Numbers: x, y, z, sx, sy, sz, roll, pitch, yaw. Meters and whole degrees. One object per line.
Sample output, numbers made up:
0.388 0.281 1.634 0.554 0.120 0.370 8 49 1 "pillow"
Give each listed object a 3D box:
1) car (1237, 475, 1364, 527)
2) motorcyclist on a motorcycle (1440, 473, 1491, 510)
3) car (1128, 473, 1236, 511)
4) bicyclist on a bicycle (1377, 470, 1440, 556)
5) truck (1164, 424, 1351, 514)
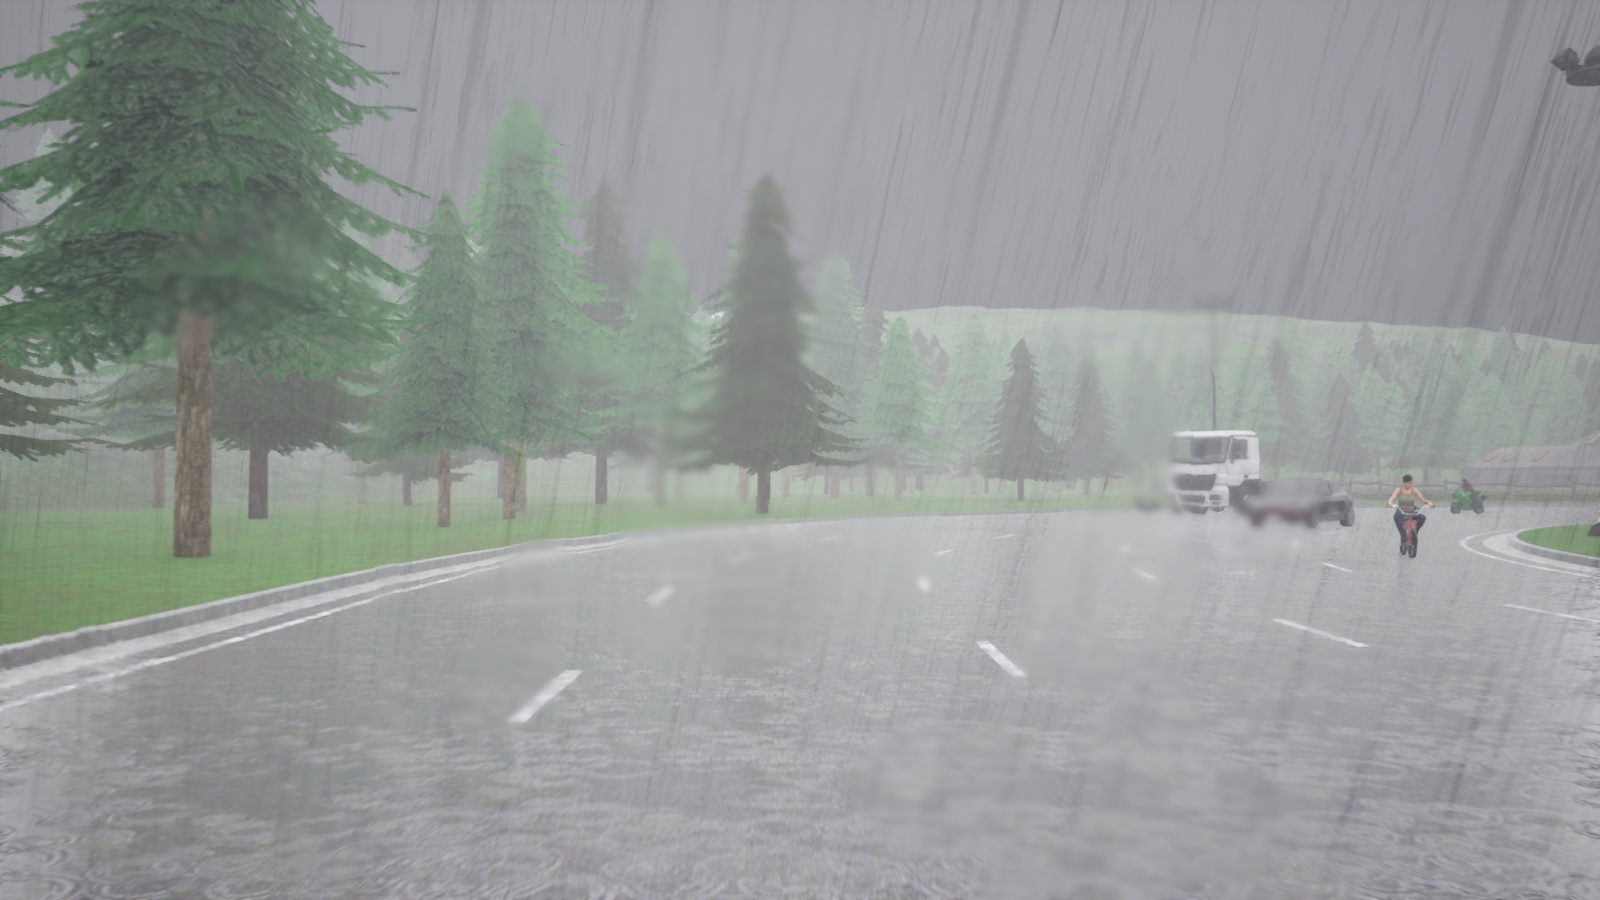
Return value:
15.571 1.531 38.932 2.163 1.488 4.792 -1 -2 42 "car"
27.728 1.730 52.310 2.044 1.523 0.797 0 -1 -25 "motorcyclist on a motorcycle"
16.388 1.771 53.831 4.514 1.525 2.007 1 -1 -34 "car"
11.847 1.196 24.486 0.866 1.612 1.509 0 -1 16 "bicyclist on a bicycle"
18.705 0.781 51.210 7.936 3.462 2.891 0 -1 -32 "truck"
